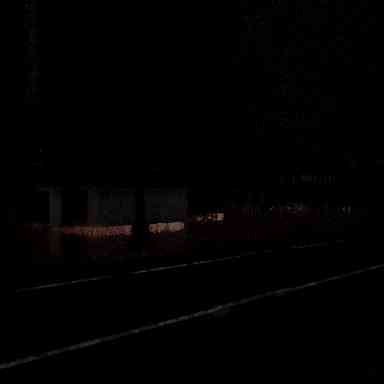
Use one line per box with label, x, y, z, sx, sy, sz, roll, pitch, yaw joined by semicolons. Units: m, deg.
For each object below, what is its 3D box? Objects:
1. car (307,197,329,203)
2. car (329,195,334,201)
car;28.589;1.794;76.458;1.970;1.475;3.806;0;-1;-37
car;35.713;1.422;80.455;2.152;1.636;5.027;0;0;-37
